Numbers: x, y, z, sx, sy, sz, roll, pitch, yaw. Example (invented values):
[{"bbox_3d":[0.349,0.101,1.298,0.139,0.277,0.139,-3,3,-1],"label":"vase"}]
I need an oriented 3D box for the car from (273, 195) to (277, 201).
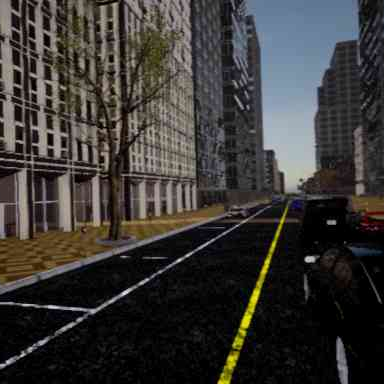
[{"bbox_3d":[19.229,1.635,81.173,2.192,1.841,5.009,-2,-1,17],"label":"car"}]

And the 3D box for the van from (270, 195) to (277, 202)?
[{"bbox_3d":[22.485,1.679,91.975,1.690,1.788,3.998,-2,-1,17],"label":"van"}]

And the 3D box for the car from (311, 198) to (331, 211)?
[{"bbox_3d":[15.867,1.531,40.956,1.887,1.381,4.507,-2,-1,17],"label":"car"}]

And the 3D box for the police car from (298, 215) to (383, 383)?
[{"bbox_3d":[2.861,1.398,5.009,1.930,1.638,5.238,-2,-1,12],"label":"police car"}]

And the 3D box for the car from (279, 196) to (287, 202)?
[{"bbox_3d":[23.438,1.735,85.767,2.128,1.511,4.902,-2,-1,17],"label":"car"}]

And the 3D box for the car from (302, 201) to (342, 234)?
[{"bbox_3d":[7.796,1.454,20.361,1.801,1.575,5.366,-2,-1,17],"label":"car"}]

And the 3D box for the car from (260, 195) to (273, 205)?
[{"bbox_3d":[14.305,1.817,64.803,1.752,1.417,4.829,-2,-1,17],"label":"car"}]

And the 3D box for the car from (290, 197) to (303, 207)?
[{"bbox_3d":[17.863,1.648,56.867,2.033,1.411,5.357,-2,-1,17],"label":"car"}]

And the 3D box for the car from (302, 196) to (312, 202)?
[{"bbox_3d":[27.265,1.606,78.775,2.008,1.369,4.403,-2,-1,17],"label":"car"}]

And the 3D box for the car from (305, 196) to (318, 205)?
[{"bbox_3d":[22.380,1.579,62.567,2.008,1.369,4.403,-2,-1,17],"label":"car"}]

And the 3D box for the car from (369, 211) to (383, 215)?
[{"bbox_3d":[7.725,1.473,13.942,1.887,1.381,4.507,-2,-1,17],"label":"car"}]

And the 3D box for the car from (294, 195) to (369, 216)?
[{"bbox_3d":[5.784,1.207,14.524,2.150,2.045,5.566,-3,-1,17],"label":"car"}]

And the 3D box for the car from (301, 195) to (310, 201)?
[{"bbox_3d":[30.521,1.624,89.581,2.008,1.369,4.403,-2,-1,17],"label":"car"}]

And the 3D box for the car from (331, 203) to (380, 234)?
[{"bbox_3d":[9.402,1.466,19.508,1.752,1.417,4.829,-2,-1,17],"label":"car"}]

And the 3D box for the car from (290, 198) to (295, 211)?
[{"bbox_3d":[13.525,1.548,42.307,1.882,1.535,5.008,-2,0,17],"label":"car"}]

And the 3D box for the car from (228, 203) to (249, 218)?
[{"bbox_3d":[4.587,1.779,32.557,2.008,1.369,4.403,-2,-1,17],"label":"car"}]

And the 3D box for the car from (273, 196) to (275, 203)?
[{"bbox_3d":[15.984,1.884,70.366,1.802,1.307,4.206,-2,-1,17],"label":"car"}]
